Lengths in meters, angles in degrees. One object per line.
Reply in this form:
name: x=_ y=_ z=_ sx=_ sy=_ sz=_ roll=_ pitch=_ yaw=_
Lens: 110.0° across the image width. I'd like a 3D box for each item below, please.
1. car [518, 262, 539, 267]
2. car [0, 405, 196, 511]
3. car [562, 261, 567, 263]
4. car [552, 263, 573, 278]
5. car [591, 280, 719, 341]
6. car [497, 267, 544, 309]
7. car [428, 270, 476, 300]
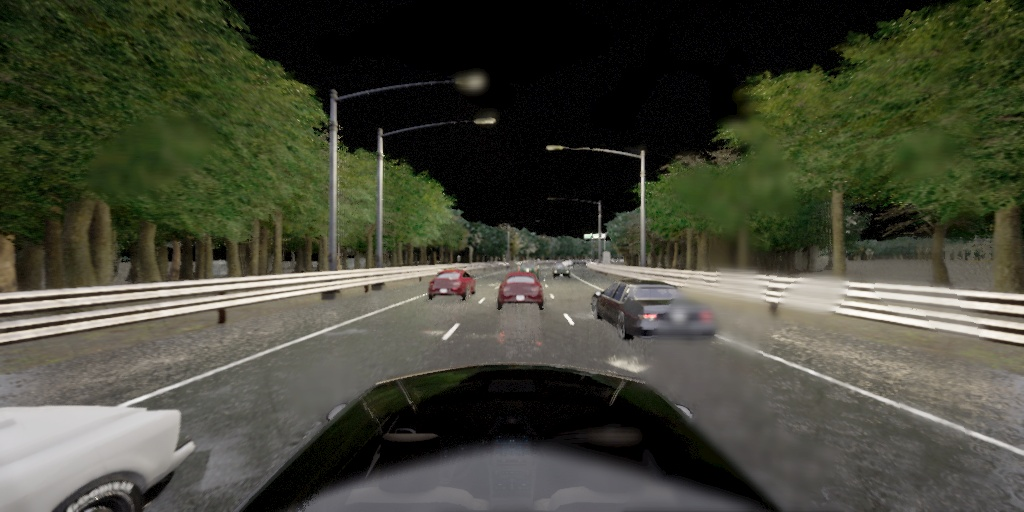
car: x=1.636 y=1.409 z=36.015 sx=2.097 sy=1.767 sz=4.553 roll=0 pitch=0 yaw=5
car: x=-3.377 y=1.336 z=0.591 sx=1.895 sy=1.301 sz=4.718 roll=0 pitch=-1 yaw=0
car: x=7.936 y=1.833 z=60.526 sx=1.994 sy=1.385 sz=4.181 roll=0 pitch=0 yaw=9
car: x=5.304 y=1.690 z=39.177 sx=1.895 sy=1.301 sz=4.718 roll=0 pitch=0 yaw=5
car: x=3.604 y=1.378 z=10.116 sx=2.033 sy=1.411 sz=5.357 roll=0 pitch=-1 yaw=1
car: x=0.384 y=1.400 z=15.569 sx=1.812 sy=1.442 sz=4.674 roll=0 pitch=-1 yaw=2
car: x=-3.002 y=1.421 z=18.539 sx=1.812 sy=1.442 sz=4.674 roll=0 pitch=-1 yaw=2
